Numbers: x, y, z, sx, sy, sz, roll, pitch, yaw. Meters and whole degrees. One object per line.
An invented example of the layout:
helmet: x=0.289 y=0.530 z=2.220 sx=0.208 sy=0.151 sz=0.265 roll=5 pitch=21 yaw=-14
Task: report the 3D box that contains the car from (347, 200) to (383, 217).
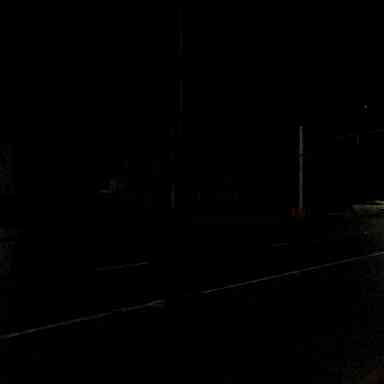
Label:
car: x=17.099 y=1.525 z=31.424 sx=1.812 sy=1.442 sz=4.674 roll=0 pitch=0 yaw=-37
